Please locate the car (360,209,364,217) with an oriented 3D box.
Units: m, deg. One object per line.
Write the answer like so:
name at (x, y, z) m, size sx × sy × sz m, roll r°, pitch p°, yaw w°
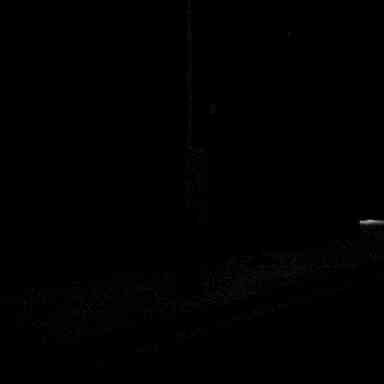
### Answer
car at (11.182, 1.387, 26.174) m, size 1.994 × 1.385 × 4.181 m, roll 0°, pitch 1°, yaw -36°
